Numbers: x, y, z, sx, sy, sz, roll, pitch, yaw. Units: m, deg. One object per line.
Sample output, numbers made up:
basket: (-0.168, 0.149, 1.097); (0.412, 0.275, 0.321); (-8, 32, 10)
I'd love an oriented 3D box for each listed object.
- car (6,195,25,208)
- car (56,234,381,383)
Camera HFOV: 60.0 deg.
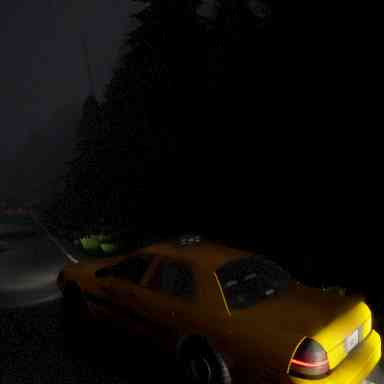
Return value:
car: (-21.191, 1.060, 40.013); (2.128, 1.511, 4.902); (-2, 2, -27)
car: (-0.252, 1.418, 5.070); (5.366, 1.575, 1.801); (1, 1, 44)
